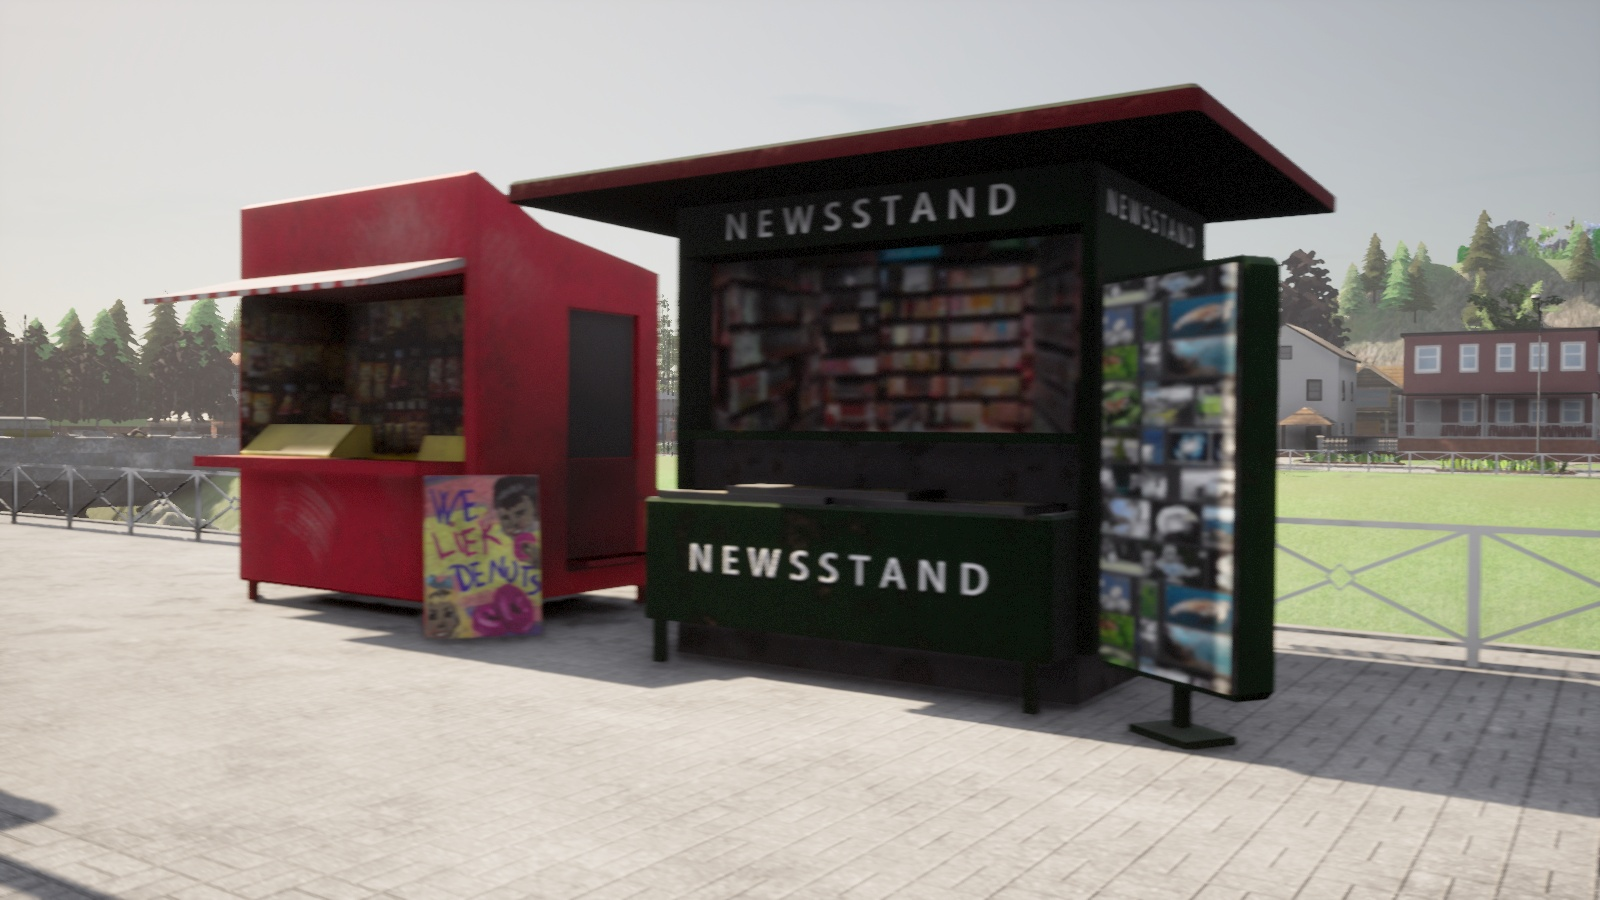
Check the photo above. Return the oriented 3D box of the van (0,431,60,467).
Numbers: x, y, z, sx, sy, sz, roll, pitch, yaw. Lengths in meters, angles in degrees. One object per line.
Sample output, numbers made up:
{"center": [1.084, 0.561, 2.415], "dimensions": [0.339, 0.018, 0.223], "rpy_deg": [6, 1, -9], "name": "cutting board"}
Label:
{"center": [-43.874, -0.070, 69.700], "dimensions": [1.775, 1.987, 4.442], "rpy_deg": [0, 1, 34], "name": "van"}
